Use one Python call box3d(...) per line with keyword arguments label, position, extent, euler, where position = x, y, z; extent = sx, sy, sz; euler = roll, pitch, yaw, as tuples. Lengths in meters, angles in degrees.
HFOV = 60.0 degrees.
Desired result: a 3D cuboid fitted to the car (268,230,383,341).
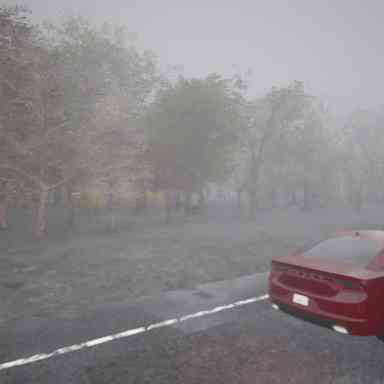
box3d(label="car", position=(3.664, 1.488, 6.489), extent=(5.008, 1.535, 1.882), euler=(0, 0, -36))
